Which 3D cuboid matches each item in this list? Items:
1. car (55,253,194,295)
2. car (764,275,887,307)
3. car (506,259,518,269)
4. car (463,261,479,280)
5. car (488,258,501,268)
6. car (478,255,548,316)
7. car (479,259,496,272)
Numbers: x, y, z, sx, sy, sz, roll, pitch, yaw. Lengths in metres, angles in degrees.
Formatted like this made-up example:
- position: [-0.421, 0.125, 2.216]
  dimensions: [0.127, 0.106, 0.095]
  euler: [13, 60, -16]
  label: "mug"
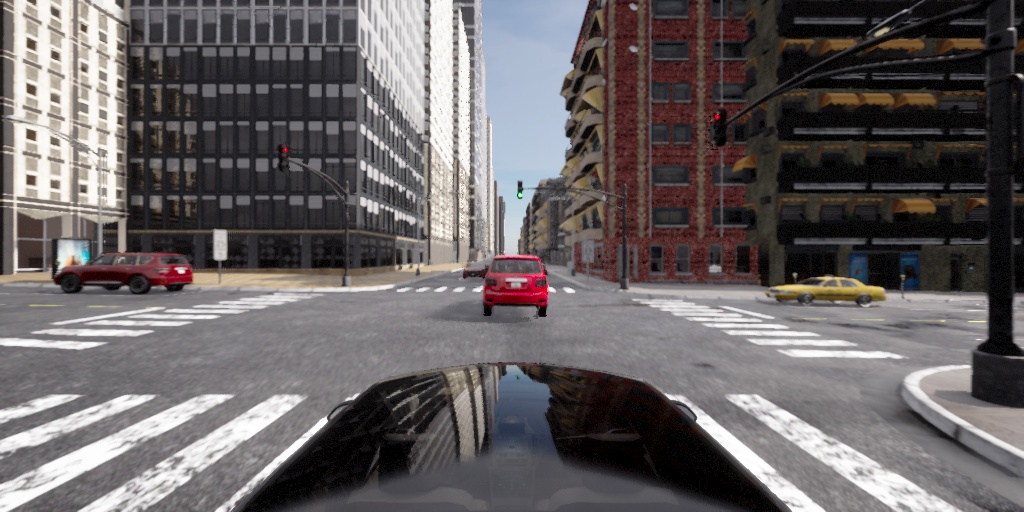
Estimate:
- position: [-17.714, 0.758, 16.572]
  dimensions: [5.009, 1.841, 2.192]
  euler: [0, 0, 0]
  label: "car"
- position: [14.626, 1.570, 16.863]
  dimensions: [4.829, 1.417, 1.751]
  euler: [0, 0, 0]
  label: "car"
- position: [-0.014, 1.212, 58.321]
  dimensions: [1.837, 1.490, 4.892]
  euler: [0, 0, 0]
  label: "car"
- position: [-3.106, 1.199, 31.137]
  dimensions: [1.882, 1.535, 5.008]
  euler: [0, 0, 0]
  label: "car"
- position: [-3.016, 1.209, 63.323]
  dimensions: [2.128, 1.511, 4.902]
  euler: [0, 0, 0]
  label: "car"
- position: [0.126, 0.990, 13.717]
  dimensions: [2.150, 2.045, 5.566]
  euler: [1, 0, 0]
  label: "car"
- position: [-3.097, 1.217, 46.544]
  dimensions: [1.837, 1.490, 4.892]
  euler: [0, 0, 0]
  label: "car"
